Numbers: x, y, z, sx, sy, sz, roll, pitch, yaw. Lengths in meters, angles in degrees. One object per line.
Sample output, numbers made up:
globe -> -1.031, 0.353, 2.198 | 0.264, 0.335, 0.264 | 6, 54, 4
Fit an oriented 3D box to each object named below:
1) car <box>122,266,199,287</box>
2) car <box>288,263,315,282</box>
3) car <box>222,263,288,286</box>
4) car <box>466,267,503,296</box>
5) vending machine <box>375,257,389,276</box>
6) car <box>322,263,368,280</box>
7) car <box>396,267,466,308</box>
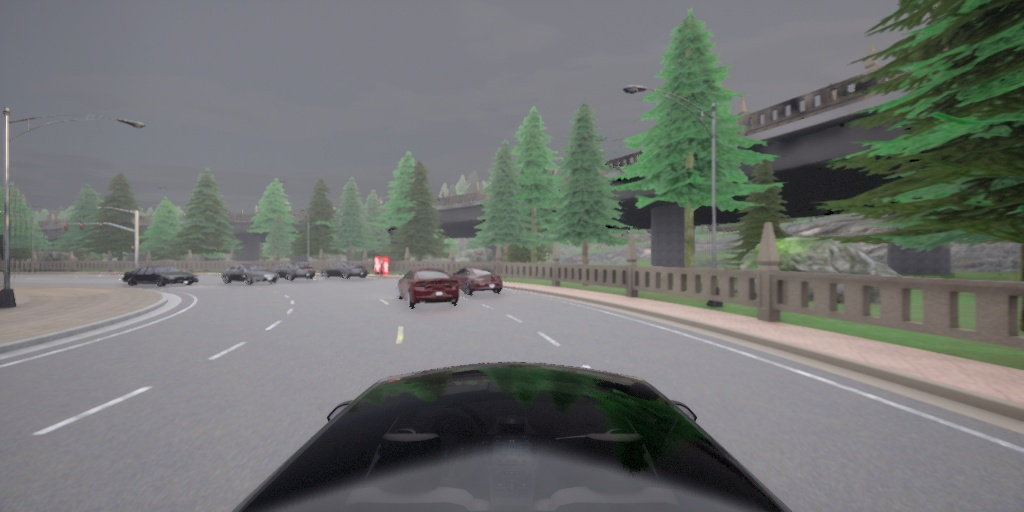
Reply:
car -> -24.758, 1.409, 25.240 | 5.357, 1.411, 2.033 | 0, 0, 18
car -> -18.804, 1.345, 30.320 | 4.902, 1.511, 2.128 | 0, 0, 27
car -> -19.358, 1.340, 26.538 | 4.902, 1.511, 2.128 | 0, 0, 27
car -> -2.163, 1.314, 19.775 | 1.812, 1.442, 4.674 | 0, 0, -31
vending machine -> -12.968, 1.043, 35.865 | 0.880, 2.100, 1.100 | 0, 0, 30
car -> -15.060, 1.338, 32.224 | 4.902, 1.511, 2.128 | 0, 0, 31
car -> -3.790, 1.263, 15.630 | 1.882, 1.535, 5.008 | 0, 0, -25
